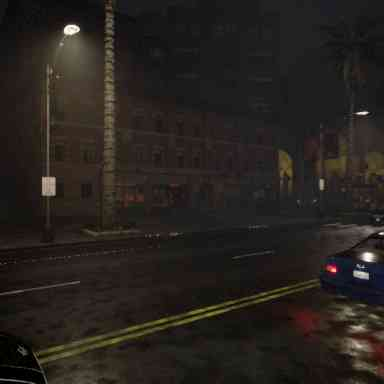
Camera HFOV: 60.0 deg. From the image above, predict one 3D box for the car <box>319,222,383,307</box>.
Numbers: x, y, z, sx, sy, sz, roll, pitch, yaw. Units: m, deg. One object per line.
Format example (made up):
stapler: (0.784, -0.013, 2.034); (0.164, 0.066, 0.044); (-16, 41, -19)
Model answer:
car: (5.104, 1.547, 7.481); (5.357, 1.411, 2.033); (0, 0, -36)

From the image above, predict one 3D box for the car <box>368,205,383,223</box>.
car: (13.838, 1.491, 22.465); (4.902, 1.511, 2.128); (0, 0, -34)

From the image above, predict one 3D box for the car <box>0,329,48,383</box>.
car: (-3.035, 1.352, 1.518); (4.553, 1.767, 2.097); (0, 0, -36)
